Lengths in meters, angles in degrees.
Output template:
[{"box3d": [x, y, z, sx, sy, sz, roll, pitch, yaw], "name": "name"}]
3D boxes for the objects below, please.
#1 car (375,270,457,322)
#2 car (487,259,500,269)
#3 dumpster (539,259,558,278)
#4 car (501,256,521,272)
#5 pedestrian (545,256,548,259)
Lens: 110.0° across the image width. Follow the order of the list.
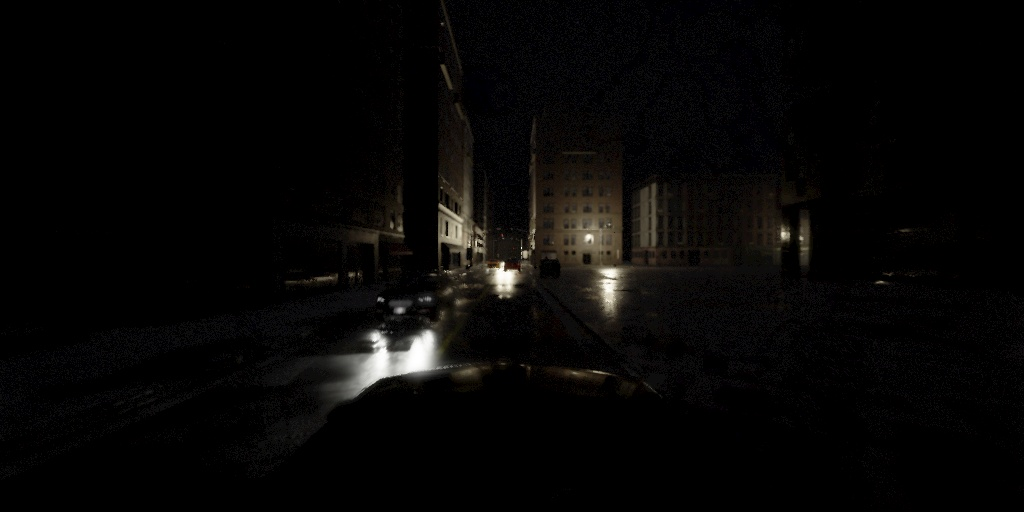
[{"box3d": [-3.101, 1.241, 12.361, 2.128, 1.511, 4.902, 0, 0, 0], "name": "car"}, {"box3d": [-3.004, 1.228, 58.373, 1.882, 1.535, 5.008, 0, 0, 0], "name": "car"}, {"box3d": [3.133, 1.143, 31.125, 1.020, 1.700, 1.940, 0, 0, 0], "name": "dumpster"}, {"box3d": [0.058, 1.096, 46.928, 2.097, 1.767, 4.553, 0, 0, 0], "name": "car"}, {"box3d": [3.133, 0.889, 32.494, 0.375, 1.860, 0.375, 0, 0, -5], "name": "pedestrian"}]
